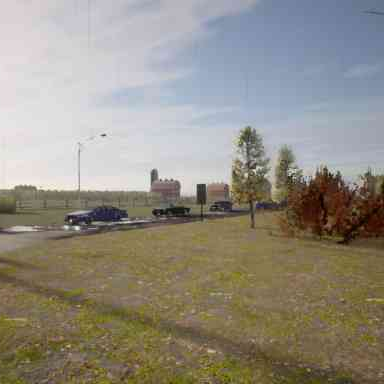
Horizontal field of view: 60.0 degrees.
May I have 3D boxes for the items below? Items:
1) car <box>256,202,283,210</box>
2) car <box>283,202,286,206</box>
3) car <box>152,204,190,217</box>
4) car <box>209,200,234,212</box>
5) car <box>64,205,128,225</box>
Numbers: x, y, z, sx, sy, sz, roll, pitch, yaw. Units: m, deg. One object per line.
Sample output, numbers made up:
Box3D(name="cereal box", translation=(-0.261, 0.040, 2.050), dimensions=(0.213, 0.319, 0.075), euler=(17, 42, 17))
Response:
Box3D(name="car", translation=(11.452, 1.649, 50.322), dimensions=(2.150, 2.045, 5.566), euler=(-1, -1, 32))
Box3D(name="car", translation=(16.933, 2.059, 59.313), dimensions=(1.812, 1.442, 4.674), euler=(-1, -1, 31))
Box3D(name="car", translation=(-2.180, 1.909, 35.229), dimensions=(1.895, 1.301, 4.718), euler=(-1, -1, 32))
Box3D(name="car", translation=(4.043, 1.926, 45.217), dimensions=(1.837, 1.490, 4.892), euler=(-1, -1, 32))
Box3D(name="car", translation=(-7.508, 1.763, 26.737), dimensions=(2.033, 1.411, 5.357), euler=(-1, -1, 32))
